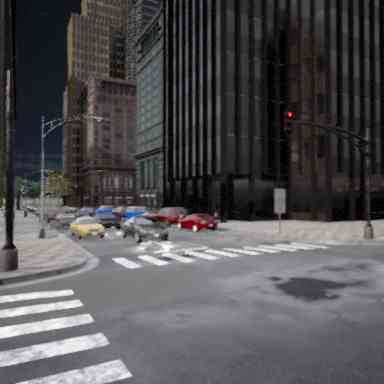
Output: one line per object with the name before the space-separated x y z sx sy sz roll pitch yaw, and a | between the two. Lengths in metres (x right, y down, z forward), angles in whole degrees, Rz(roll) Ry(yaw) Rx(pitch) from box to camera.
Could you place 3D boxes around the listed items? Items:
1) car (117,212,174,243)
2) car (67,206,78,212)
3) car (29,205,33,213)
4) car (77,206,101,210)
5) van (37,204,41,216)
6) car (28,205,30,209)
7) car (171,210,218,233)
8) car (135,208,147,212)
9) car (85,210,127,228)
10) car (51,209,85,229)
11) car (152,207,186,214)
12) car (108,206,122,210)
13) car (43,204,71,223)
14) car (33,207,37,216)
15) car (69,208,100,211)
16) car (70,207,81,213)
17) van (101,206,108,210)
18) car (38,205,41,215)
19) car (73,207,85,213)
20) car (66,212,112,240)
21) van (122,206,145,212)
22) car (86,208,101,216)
car | -3.007 2.219 20.525 1.812 1.442 4.674 1 -2 -27
car | -30.654 4.438 85.074 2.008 1.369 4.403 0 -2 -28
car | -35.420 4.183 75.869 1.887 1.381 4.507 0 -2 -28
car | -16.286 3.134 52.338 2.097 1.767 4.553 1 -2 -28
van | -23.201 3.186 52.843 1.690 1.788 3.998 0 -2 -28
car | -37.939 4.380 80.616 1.802 1.307 4.206 0 -2 -28
car | 0.368 2.406 26.625 1.887 1.381 4.507 0 -2 -28
car | -4.389 2.759 35.613 1.802 1.307 4.206 0 -2 -28
car | -7.592 2.543 29.133 2.033 1.411 5.357 1 -2 -28
car | -11.750 2.642 31.267 2.008 1.369 4.403 0 -2 -28
car | -2.016 2.334 31.125 2.192 1.841 5.009 0 -2 -28
car | -9.151 2.806 44.609 2.192 1.841 5.009 0 -2 -28
car | -16.333 2.709 39.901 2.192 1.841 5.009 0 -2 -28
car | -27.862 3.589 61.626 1.967 1.590 4.097 0 -2 -28
car | -12.566 2.872 38.525 2.033 1.411 5.357 1 -2 -28
car | -28.216 4.298 80.480 1.947 1.339 4.313 0 -2 -28
van | -13.908 3.146 53.597 1.690 1.788 3.998 0 -2 -28
car | -20.910 3.135 48.526 1.967 1.590 4.097 0 -2 -28
car | -25.778 4.142 75.886 1.947 1.339 4.313 0 -2 -28
car | -7.092 2.309 22.490 1.752 1.417 4.829 0 -2 -28
van | -6.773 2.675 40.114 1.690 1.788 3.998 0 -2 -28
car | -18.465 3.682 62.105 1.802 1.307 4.206 0 -2 -28
